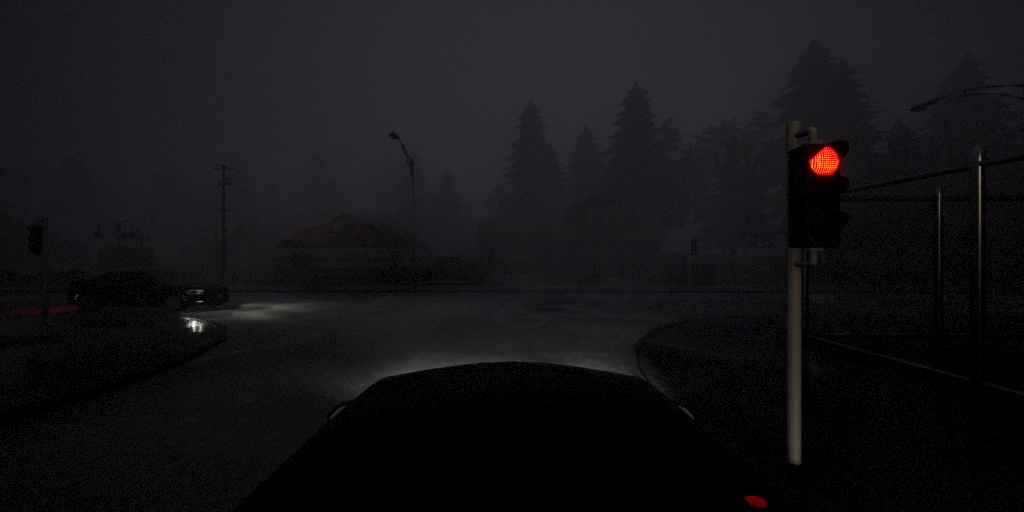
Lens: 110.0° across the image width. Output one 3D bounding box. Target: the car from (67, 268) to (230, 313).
[{"bbox_3d":[-13.470,1.228,13.490,5.008,1.535,1.882,0,0,0],"label":"car"}]
